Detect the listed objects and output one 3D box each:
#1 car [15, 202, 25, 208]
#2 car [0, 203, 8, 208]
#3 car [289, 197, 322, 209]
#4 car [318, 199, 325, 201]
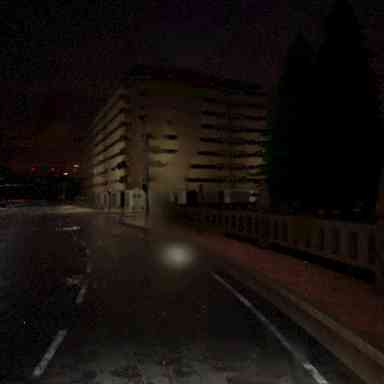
[{"bbox_3d":[-40.085,3.044,77.517,1.895,1.301,4.718,0,-1,-25],"label":"car"},{"bbox_3d":[-43.249,3.056,76.019,1.895,1.301,4.718,0,-1,-25],"label":"car"},{"bbox_3d":[20.142,1.871,59.148,5.566,2.045,2.150,0,-1,-25],"label":"car"},{"bbox_3d":[21.834,1.937,56.094,4.553,1.767,2.097,0,-1,-25],"label":"car"}]
